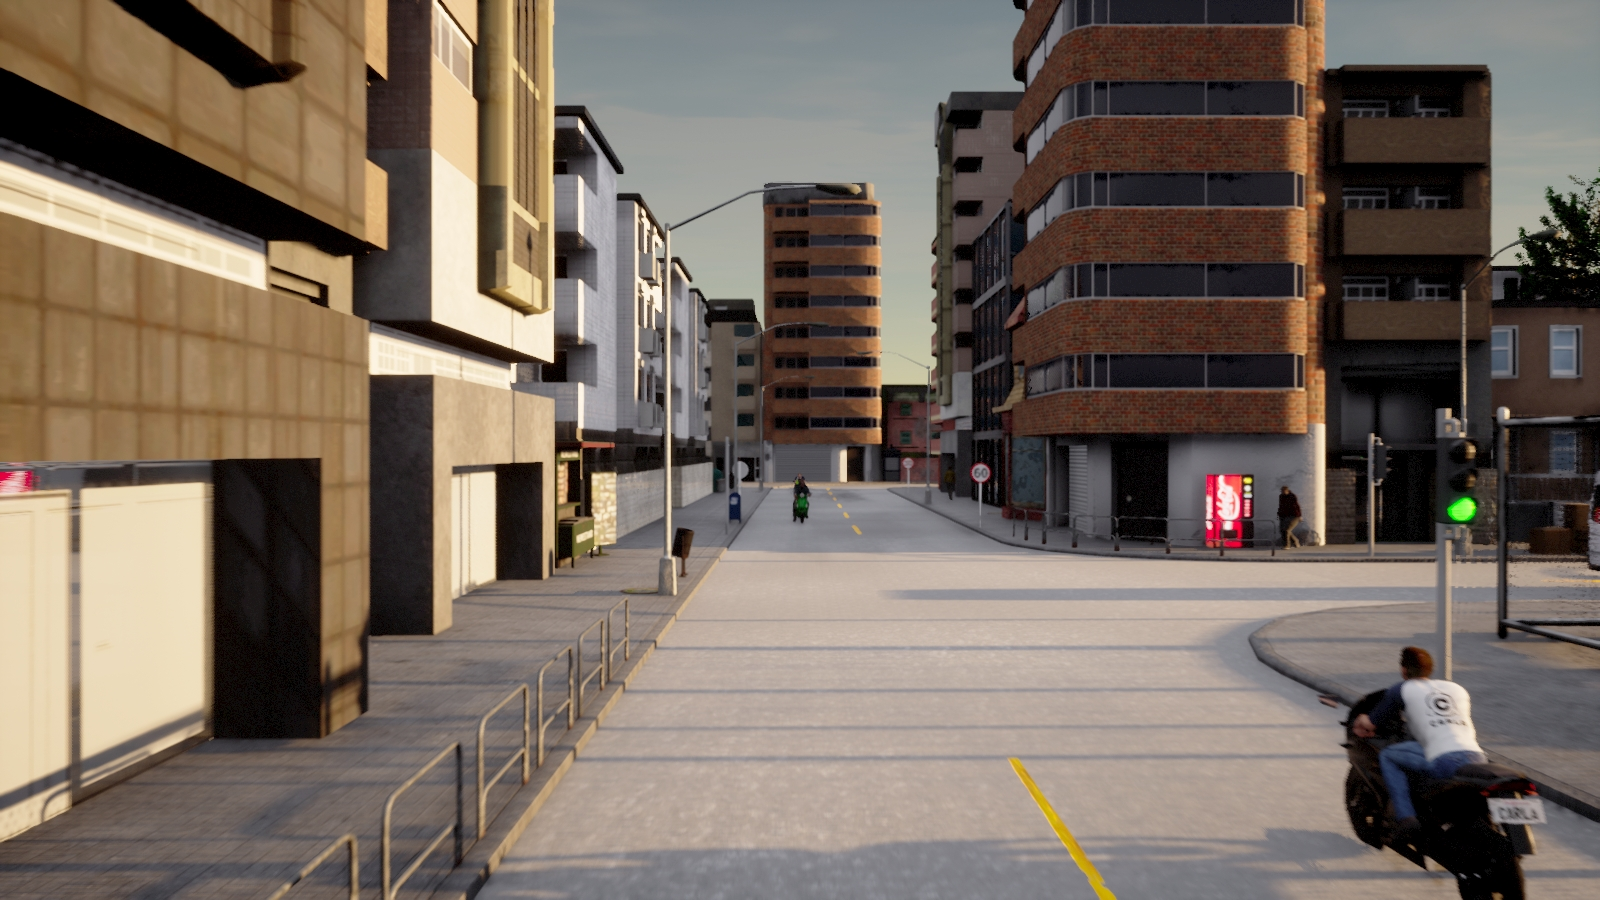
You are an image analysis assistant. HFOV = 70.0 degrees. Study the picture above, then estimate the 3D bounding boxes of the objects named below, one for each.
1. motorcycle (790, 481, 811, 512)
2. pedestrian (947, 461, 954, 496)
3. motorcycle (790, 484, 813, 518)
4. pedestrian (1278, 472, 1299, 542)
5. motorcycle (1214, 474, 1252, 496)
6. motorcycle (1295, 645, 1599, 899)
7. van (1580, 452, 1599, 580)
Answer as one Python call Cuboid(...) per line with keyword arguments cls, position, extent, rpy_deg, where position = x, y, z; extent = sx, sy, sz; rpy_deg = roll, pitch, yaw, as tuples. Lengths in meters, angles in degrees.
Cuboid(cls="motorcycle", position=(0.022, 1.962, 48.171), extent=(0.856, 1.236, 1.805), rpy_deg=(0, 0, 0))
Cuboid(cls="pedestrian", position=(8.048, 1.523, 61.171), extent=(0.375, 1.860, 0.375), rpy_deg=(0, 0, 6))
Cuboid(cls="motorcycle", position=(0.067, 1.962, 44.303), extent=(0.856, 1.236, 1.805), rpy_deg=(0, 0, 0))
Cuboid(cls="pedestrian", position=(13.105, 1.516, 30.660), extent=(0.375, 1.860, 0.375), rpy_deg=(0, 0, -18))
Cuboid(cls="motorcycle", position=(24.399, 1.962, 64.362), extent=(1.805, 1.236, 0.856), rpy_deg=(0, 0, 2))
Cuboid(cls="motorcycle", position=(4.017, 1.993, 7.328), extent=(0.803, 1.145, 2.033), rpy_deg=(0, 0, 0))
Cuboid(cls="van", position=(18.898, 1.314, 22.362), extent=(5.915, 2.561, 1.988), rpy_deg=(0, 0, 0))
